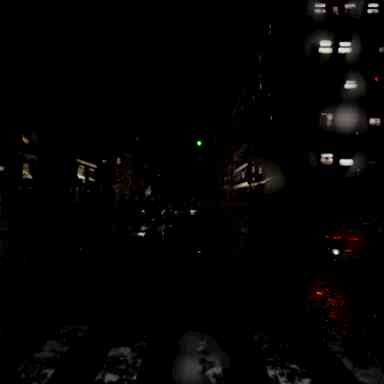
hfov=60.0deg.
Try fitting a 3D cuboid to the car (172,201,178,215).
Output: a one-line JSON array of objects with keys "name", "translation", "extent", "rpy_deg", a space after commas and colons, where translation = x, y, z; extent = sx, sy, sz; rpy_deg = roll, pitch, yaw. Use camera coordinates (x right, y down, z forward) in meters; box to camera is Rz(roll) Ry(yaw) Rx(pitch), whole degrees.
[{"name": "car", "translation": [-3.075, 1.659, 37.920], "extent": [2.097, 1.767, 4.553], "rpy_deg": [0, -1, 0]}]

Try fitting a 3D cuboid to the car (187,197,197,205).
[{"name": "car", "translation": [0.022, 1.873, 69.770], "extent": [1.882, 1.535, 5.008], "rpy_deg": [0, 0, 0]}]

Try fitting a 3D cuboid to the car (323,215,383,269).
[{"name": "car", "translation": [6.691, 1.529, 11.030], "extent": [4.892, 1.490, 1.837], "rpy_deg": [-1, -4, -20]}]

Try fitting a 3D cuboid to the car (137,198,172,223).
[{"name": "car", "translation": [-3.052, 1.578, 28.020], "extent": [2.097, 1.767, 4.553], "rpy_deg": [0, 0, -1]}]

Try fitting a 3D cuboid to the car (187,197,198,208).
[{"name": "car", "translation": [0.019, 1.956, 59.343], "extent": [1.882, 1.535, 5.008], "rpy_deg": [0, 0, 0]}]

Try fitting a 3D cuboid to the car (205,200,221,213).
[{"name": "car", "translation": [2.720, 1.788, 43.103], "extent": [1.967, 1.590, 4.097], "rpy_deg": [1, 0, 0]}]

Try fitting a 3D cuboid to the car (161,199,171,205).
[{"name": "car", "translation": [-5.654, 2.158, 71.476], "extent": [1.802, 1.307, 4.206], "rpy_deg": [1, 0, 0]}]

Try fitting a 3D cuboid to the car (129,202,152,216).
[{"name": "car", "translation": [-5.664, 1.846, 37.357], "extent": [1.887, 1.381, 4.507], "rpy_deg": [1, 0, 0]}]

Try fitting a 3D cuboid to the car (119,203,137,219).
[{"name": "car", "translation": [-5.742, 1.800, 31.675], "extent": [1.887, 1.381, 4.507], "rpy_deg": [1, 0, 0]}]

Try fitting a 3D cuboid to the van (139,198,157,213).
[{"name": "van", "translation": [-5.658, 1.688, 43.046], "extent": [1.690, 1.788, 3.998], "rpy_deg": [1, 0, 0]}]
